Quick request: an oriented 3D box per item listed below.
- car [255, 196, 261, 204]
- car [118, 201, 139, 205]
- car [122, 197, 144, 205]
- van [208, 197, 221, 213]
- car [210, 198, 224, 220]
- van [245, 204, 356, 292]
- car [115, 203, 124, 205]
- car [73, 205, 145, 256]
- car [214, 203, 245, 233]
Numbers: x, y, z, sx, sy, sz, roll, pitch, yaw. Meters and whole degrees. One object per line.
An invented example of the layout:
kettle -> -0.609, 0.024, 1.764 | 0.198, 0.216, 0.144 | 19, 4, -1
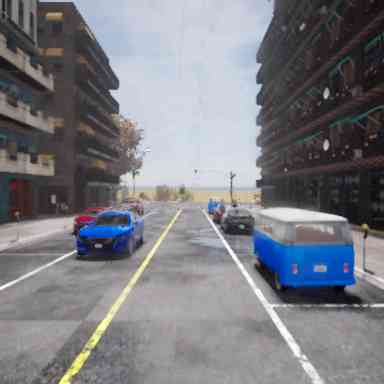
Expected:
car -> 13.782, 1.500, 59.752 | 4.553, 1.767, 2.097 | 0, 1, 0
car -> -5.706, 1.638, 25.733 | 2.008, 1.369, 4.403 | -1, 0, 0
car -> -5.710, 1.419, 31.398 | 2.192, 1.841, 5.009 | -1, 0, 0
van -> 2.670, 1.461, 37.113 | 1.690, 1.788, 3.998 | -1, 0, 0
car -> 2.673, 1.528, 25.784 | 1.967, 1.590, 4.097 | -1, 0, 0
van -> 2.675, 1.374, 8.788 | 1.690, 1.788, 3.998 | -1, 0, 0
car -> -5.705, 1.615, 20.067 | 1.887, 1.381, 4.507 | -1, 0, 0
car -> -3.104, 1.526, 13.543 | 1.882, 1.535, 5.008 | 0, 0, 0
car -> 2.675, 1.621, 20.118 | 2.008, 1.369, 4.403 | -1, 0, 0
